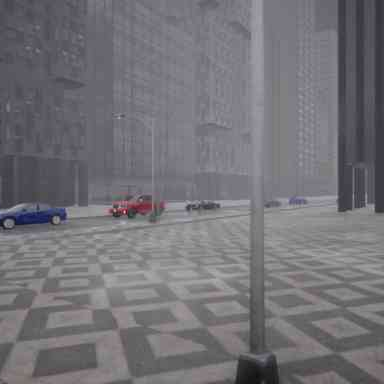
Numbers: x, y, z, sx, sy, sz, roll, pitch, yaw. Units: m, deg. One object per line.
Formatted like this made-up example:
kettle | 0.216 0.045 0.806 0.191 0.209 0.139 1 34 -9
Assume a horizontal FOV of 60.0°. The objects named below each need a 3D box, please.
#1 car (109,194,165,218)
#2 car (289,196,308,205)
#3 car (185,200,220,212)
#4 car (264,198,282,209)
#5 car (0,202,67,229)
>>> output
car | -4.761 1.189 29.814 2.150 2.045 5.566 0 0 36
car | 17.656 1.401 55.065 1.882 1.535 5.008 0 0 36
car | 1.230 1.555 38.002 1.895 1.301 4.718 0 0 36
car | 10.428 1.487 45.180 2.033 1.411 5.357 0 0 37
car | -10.694 1.459 21.696 1.882 1.535 5.008 0 0 36
